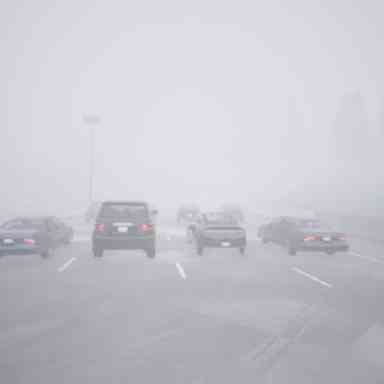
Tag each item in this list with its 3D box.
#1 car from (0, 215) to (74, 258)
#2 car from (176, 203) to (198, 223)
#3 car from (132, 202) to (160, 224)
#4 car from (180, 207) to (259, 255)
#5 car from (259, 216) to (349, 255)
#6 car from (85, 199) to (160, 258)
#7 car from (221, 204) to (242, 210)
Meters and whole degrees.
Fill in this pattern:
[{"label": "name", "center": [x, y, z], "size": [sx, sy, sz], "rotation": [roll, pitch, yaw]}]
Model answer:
[{"label": "car", "center": [-6.013, 1.588, 12.829], "size": [2.033, 1.411, 5.357], "rotation": [1, 0, -7]}, {"label": "car", "center": [-0.295, 1.703, 28.218], "size": [1.882, 1.535, 5.008], "rotation": [1, 0, -2]}, {"label": "car", "center": [-3.791, 1.665, 28.040], "size": [1.882, 1.535, 5.008], "rotation": [1, 0, -2]}, {"label": "car", "center": [0.903, 1.616, 14.003], "size": [2.128, 1.511, 4.902], "rotation": [1, 0, -7]}, {"label": "car", "center": [4.405, 1.709, 14.136], "size": [2.033, 1.411, 5.357], "rotation": [1, 0, -7]}, {"label": "car", "center": [-2.541, 1.298, 13.301], "size": [2.150, 2.045, 5.566], "rotation": [1, 0, -7]}, {"label": "car", "center": [3.205, 1.770, 28.194], "size": [1.837, 1.490, 4.892], "rotation": [1, 0, -2]}]
